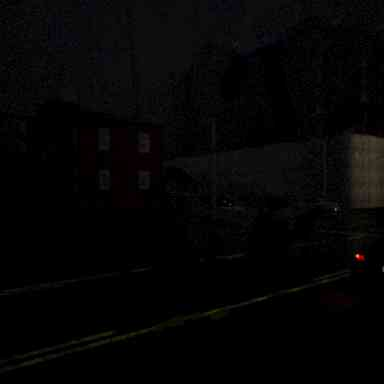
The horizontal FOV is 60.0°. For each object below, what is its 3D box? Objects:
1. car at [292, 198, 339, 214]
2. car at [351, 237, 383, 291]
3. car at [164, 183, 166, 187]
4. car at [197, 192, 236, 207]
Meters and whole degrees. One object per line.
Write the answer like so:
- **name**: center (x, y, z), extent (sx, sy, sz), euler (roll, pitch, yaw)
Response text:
- **car**: center (11.991, 1.352, 32.516), extent (1.812, 1.442, 4.674), euler (0, 1, -32)
- **car**: center (5.578, 1.514, 7.731), extent (4.181, 1.385, 1.994), euler (0, 0, -35)
- **car**: center (-5.979, -1.618, 51.532), extent (1.895, 1.301, 4.718), euler (0, 12, -35)
- **car**: center (2.771, 0.773, 39.300), extent (2.033, 1.411, 5.357), euler (0, 6, -36)
